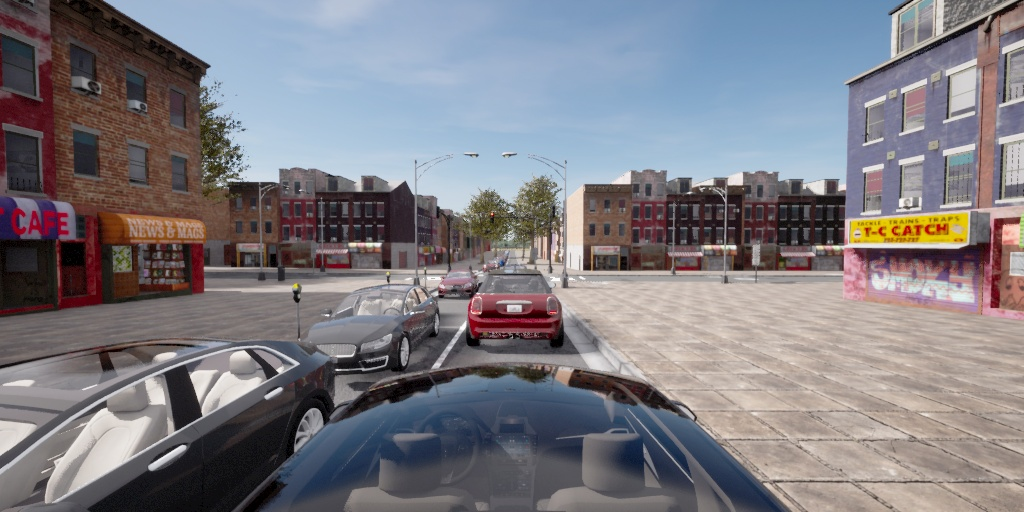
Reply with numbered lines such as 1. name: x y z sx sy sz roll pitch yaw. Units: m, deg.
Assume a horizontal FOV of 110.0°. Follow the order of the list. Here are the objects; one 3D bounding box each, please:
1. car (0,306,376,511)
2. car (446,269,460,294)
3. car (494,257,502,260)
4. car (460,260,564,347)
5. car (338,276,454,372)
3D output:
1. car: -2.640 1.300 2.009 2.007 1.370 4.403 0 0 0
2. car: -2.613 1.332 18.351 1.802 1.307 4.207 0 0 0
3. car: -2.568 1.233 45.127 1.967 1.591 4.097 0 0 0
4. car: 0.110 1.099 9.501 2.097 1.767 4.553 0 0 2
5. car: -2.631 1.298 7.457 2.007 1.370 4.403 0 0 0
